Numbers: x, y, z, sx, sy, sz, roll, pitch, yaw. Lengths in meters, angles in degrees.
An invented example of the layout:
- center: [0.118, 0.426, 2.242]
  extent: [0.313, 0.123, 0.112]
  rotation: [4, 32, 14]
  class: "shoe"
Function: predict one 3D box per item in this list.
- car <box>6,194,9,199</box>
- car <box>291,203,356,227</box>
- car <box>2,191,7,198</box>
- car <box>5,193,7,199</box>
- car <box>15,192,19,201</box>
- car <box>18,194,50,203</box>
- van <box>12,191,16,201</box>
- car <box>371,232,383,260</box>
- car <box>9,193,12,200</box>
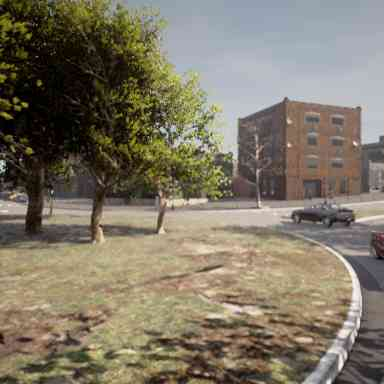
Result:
- center: [-38.971, 1.221, 76.115]
  extent: [5.008, 1.535, 2.097]
  rotation: [0, 1, -35]
  class: "car"
- center: [8.956, 1.537, 23.152]
  extent: [2.128, 1.511, 4.902]
  rotation: [0, 0, -23]
  class: "car"
- center: [-42.083, 0.900, 80.563]
  extent: [5.566, 2.045, 2.435]
  rotation: [0, 1, -35]
  class: "car"
- center: [-40.497, 1.188, 78.286]
  extent: [4.892, 1.521, 2.231]
  rotation: [0, 1, -35]
  class: "car"
- center: [-32.432, 1.223, 66.961]
  extent: [4.553, 1.767, 2.185]
  rotation: [0, 0, -35]
  class: "car"
- center: [-29.337, 1.417, 62.494]
  extent: [4.792, 1.488, 2.163]
  rotation: [0, 0, -35]
  class: "car"
- center: [-34.234, 1.096, 69.247]
  extent: [4.442, 1.987, 1.878]
  rotation: [0, 1, -35]
  class: "van"
- center: [6.559, 1.623, 9.465]
  extent: [1.895, 1.301, 4.718]
  rotation: [0, 0, 17]
  class: "car"
- center: [-37.260, 1.132, 73.766]
  extent: [4.553, 1.767, 2.185]
  rotation: [0, 1, -35]
  class: "car"
